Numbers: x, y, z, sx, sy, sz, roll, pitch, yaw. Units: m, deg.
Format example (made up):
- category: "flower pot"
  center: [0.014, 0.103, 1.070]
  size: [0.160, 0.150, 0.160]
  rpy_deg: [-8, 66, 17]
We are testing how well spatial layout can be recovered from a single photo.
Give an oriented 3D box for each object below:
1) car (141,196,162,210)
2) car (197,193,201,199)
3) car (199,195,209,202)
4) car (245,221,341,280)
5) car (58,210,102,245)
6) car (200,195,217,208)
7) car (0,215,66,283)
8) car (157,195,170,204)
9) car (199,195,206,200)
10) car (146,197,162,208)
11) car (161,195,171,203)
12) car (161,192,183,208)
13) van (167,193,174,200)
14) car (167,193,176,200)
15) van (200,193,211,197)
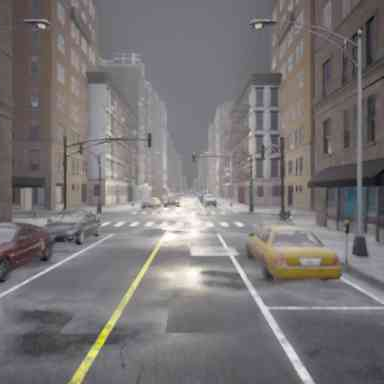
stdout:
- category: "car"
  center: [-5.397, 1.483, 42.109]
  size: [2.008, 1.369, 4.403]
  rpy_deg: [0, 0, 0]
- category: "car"
  center: [2.633, 1.205, 69.142]
  size: [2.192, 1.841, 5.009]
  rpy_deg: [0, 0, 0]
- category: "car"
  center: [2.633, 1.448, 74.549]
  size: [1.947, 1.339, 4.313]
  rpy_deg: [0, 0, 0]
- category: "car"
  center: [2.637, 1.511, 9.725]
  size: [1.752, 1.417, 4.829]
  rpy_deg: [0, 0, 0]
- category: "car"
  center: [-5.390, 1.527, 15.233]
  size: [2.008, 1.369, 4.403]
  rpy_deg: [0, 0, 0]
- category: "car"
  center: [2.631, 1.476, 47.518]
  size: [2.008, 1.369, 4.403]
  rpy_deg: [0, 0, 0]
- category: "car"
  center: [-5.389, 1.567, 9.552]
  size: [1.802, 1.307, 4.206]
  rpy_deg: [0, 0, 0]
- category: "car"
  center: [-5.421, 1.338, 63.734]
  size: [1.967, 1.590, 4.097]
  rpy_deg: [0, 0, 0]
- category: "car"
  center: [2.634, 1.390, 85.531]
  size: [1.752, 1.417, 4.829]
  rpy_deg: [0, 0, 0]
- category: "car"
  center: [-5.403, 1.449, 47.345]
  size: [1.752, 1.417, 4.829]
  rpy_deg: [0, 0, 0]
- category: "car"
  center: [-5.427, 1.414, 68.970]
  size: [1.752, 1.417, 4.829]
  rpy_deg: [0, 0, 0]
- category: "car"
  center: [-2.760, 1.245, 46.573]
  size: [2.097, 1.767, 4.553]
  rpy_deg: [0, 0, 0]
- category: "van"
  center: [-5.445, 1.204, 85.358]
  size: [1.690, 1.788, 3.998]
  rpy_deg: [0, 0, 0]
- category: "car"
  center: [-5.451, 1.170, 90.764]
  size: [2.192, 1.841, 5.009]
  rpy_deg: [0, 0, 0]
- category: "van"
  center: [2.632, 1.257, 52.924]
  size: [1.690, 1.788, 3.998]
  rpy_deg: [0, 0, 0]
